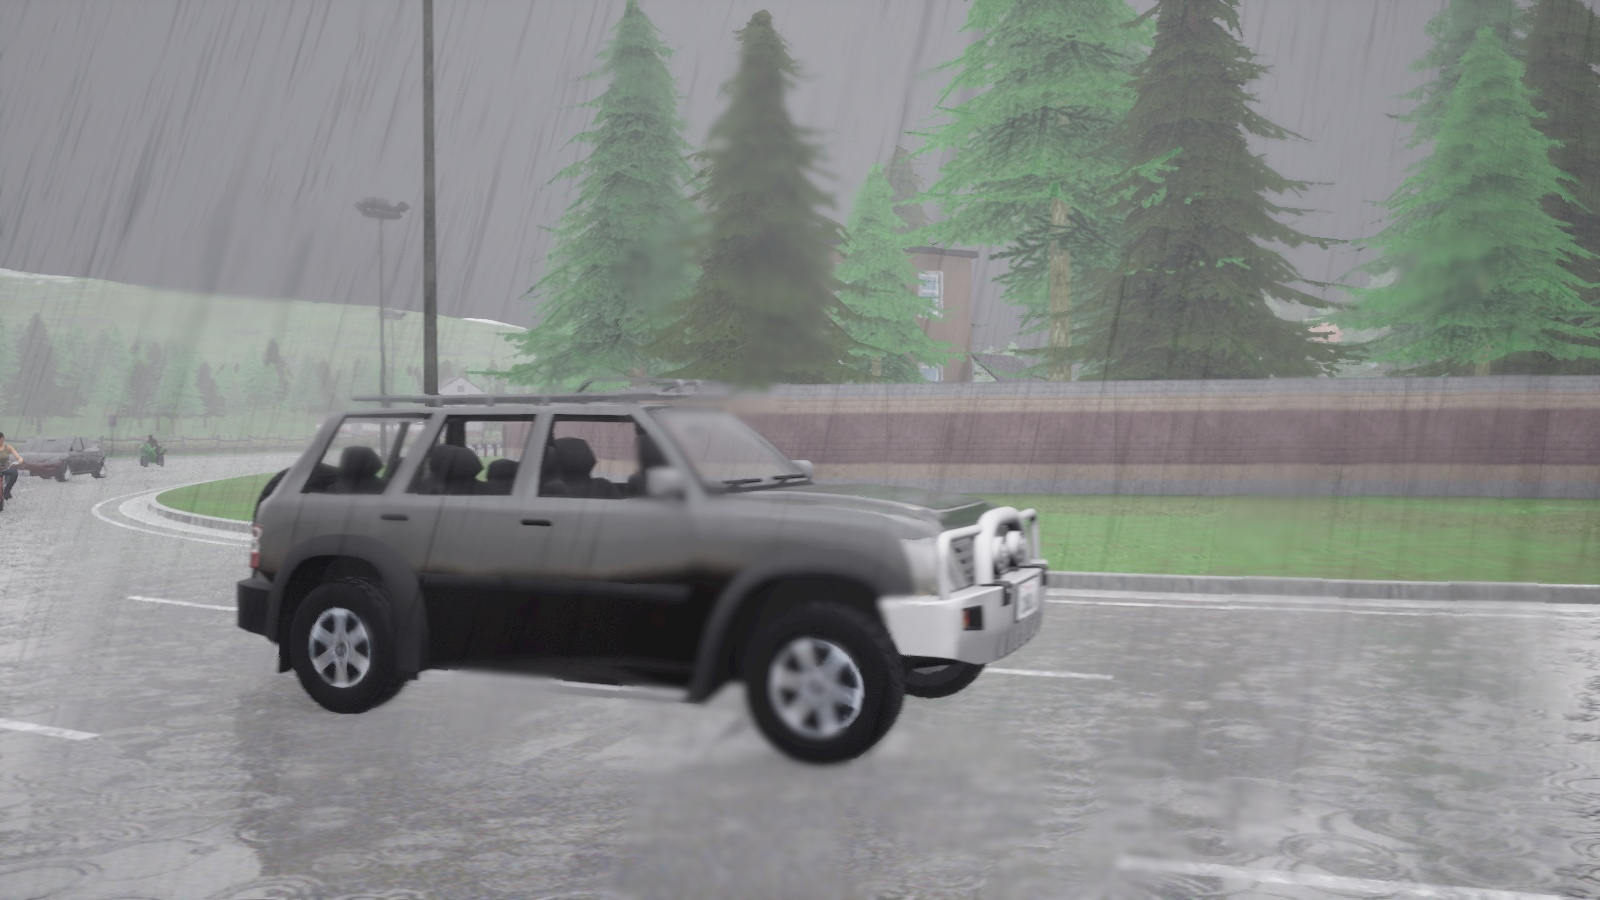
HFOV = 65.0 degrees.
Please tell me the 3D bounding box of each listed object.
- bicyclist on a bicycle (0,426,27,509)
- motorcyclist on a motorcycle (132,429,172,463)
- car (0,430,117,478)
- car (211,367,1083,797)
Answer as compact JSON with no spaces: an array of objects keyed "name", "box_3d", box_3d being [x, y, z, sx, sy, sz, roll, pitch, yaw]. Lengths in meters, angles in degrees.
[{"name":"bicyclist on a bicycle","box_3d":[-15.809,0.327,24.790,0.866,1.612,1.509,0,1,-29]},{"name":"motorcyclist on a motorcycle","box_3d":[-29.848,-0.181,57.871,0.797,1.523,2.044,1,1,0]},{"name":"car","box_3d":[-24.918,0.095,42.022,2.163,1.488,4.792,0,1,-9]},{"name":"car","box_3d":[-0.888,0.532,7.200,4.605,1.855,1.932,1,1,23]}]
